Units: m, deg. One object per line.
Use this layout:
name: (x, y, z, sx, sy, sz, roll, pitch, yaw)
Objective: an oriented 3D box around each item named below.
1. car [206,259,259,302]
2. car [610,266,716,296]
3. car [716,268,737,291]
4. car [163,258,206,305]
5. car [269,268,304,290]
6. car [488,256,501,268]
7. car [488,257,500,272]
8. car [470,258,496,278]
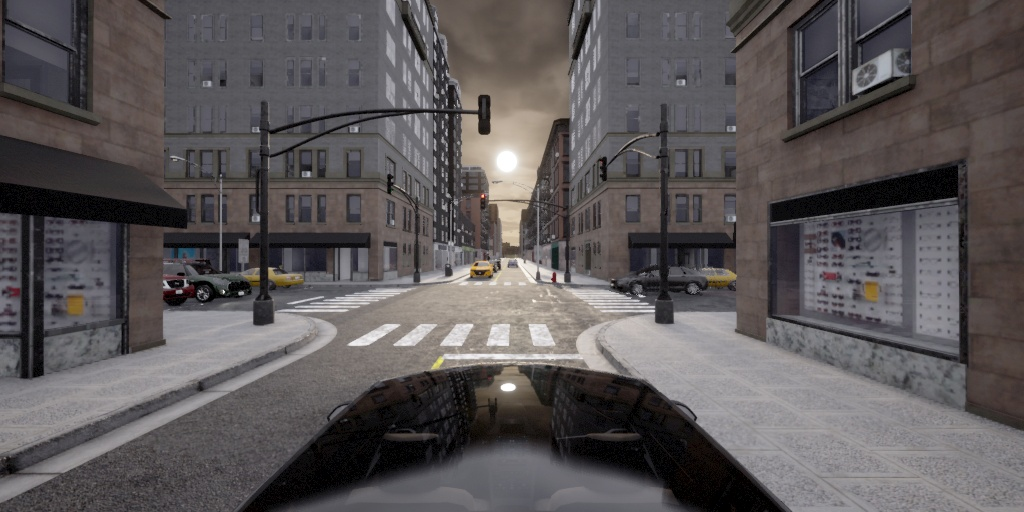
car: (-14.378, 1.084, 16.089, 4.553, 1.767, 2.097, 0, 0, 0)
car: (7.695, 1.269, 18.913, 4.892, 1.490, 1.837, 0, -1, -2)
car: (11.649, 1.304, 21.516, 4.829, 1.417, 1.751, 0, 0, 0)
car: (-15.090, 1.035, 13.549, 5.009, 1.841, 2.192, 0, 0, 0)
car: (-15.234, 1.279, 21.575, 4.829, 1.417, 1.751, 0, 0, 0)
car: (-2.801, 0.953, 54.896, 2.150, 2.045, 5.566, 0, 0, 0)
car: (-2.815, 1.244, 44.303, 1.837, 1.490, 4.892, 0, 0, 0)
car: (-2.821, 1.222, 33.900, 1.882, 1.535, 5.008, 0, 0, 0)
